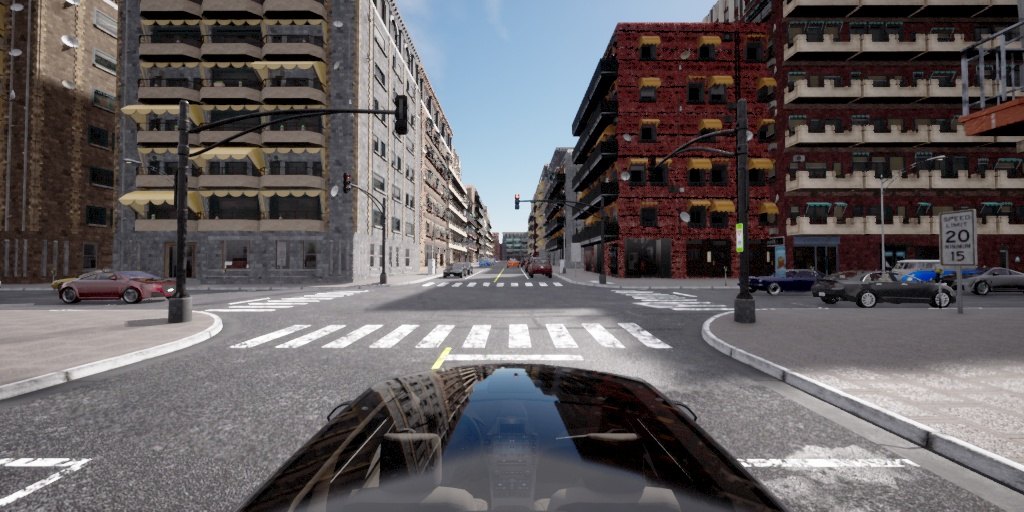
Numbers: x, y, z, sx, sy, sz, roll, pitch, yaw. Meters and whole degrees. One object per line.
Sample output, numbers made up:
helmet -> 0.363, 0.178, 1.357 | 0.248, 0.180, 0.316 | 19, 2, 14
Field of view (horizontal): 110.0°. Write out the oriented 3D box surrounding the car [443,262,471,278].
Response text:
car -> -5.274, 1.328, 33.649 | 1.948, 1.339, 4.313 | 0, 0, 0

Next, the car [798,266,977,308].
car -> 13.760, 1.185, 13.376 | 4.403, 1.370, 2.007 | 0, 0, 0

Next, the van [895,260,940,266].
van -> 24.928, 1.115, 21.214 | 3.998, 1.789, 1.690 | 0, 0, 0

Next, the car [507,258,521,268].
car -> 0.177, 1.176, 63.717 | 2.097, 1.767, 4.553 | 0, 0, 0

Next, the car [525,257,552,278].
car -> 2.608, 1.077, 33.684 | 2.192, 1.841, 5.009 | 0, 0, 0

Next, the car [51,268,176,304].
car -> -17.189, 1.339, 15.970 | 4.181, 1.385, 1.994 | 0, -1, 0

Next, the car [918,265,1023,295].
car -> 24.579, 1.287, 18.766 | 4.181, 1.385, 1.994 | 0, -1, 0

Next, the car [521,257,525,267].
car -> 2.622, 1.086, 44.807 | 2.192, 1.841, 5.009 | 0, 0, 0

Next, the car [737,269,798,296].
car -> 14.574, 1.347, 18.801 | 4.718, 1.301, 1.895 | 0, -1, -2

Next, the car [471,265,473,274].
car -> -5.266, 1.331, 39.210 | 1.948, 1.339, 4.313 | 0, 0, 0

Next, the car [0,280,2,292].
car -> -26.678, 1.027, 16.012 | 5.566, 2.045, 2.150 | 0, -1, 0
